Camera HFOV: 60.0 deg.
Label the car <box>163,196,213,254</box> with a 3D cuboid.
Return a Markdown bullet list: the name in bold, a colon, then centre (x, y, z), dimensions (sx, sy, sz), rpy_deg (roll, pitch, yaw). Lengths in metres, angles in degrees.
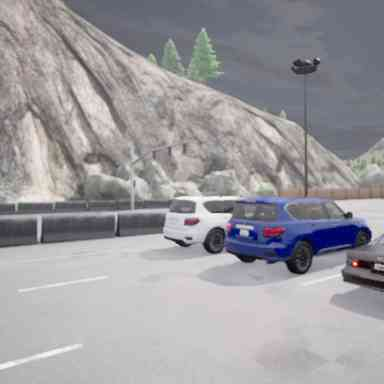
- **car**: centre (1.515, 1.171, 13.478), dimensions (5.566, 2.045, 2.150), rpy_deg (-1, 0, -36)

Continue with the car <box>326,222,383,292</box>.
- **car**: centre (5.718, 1.494, 7.884), dimensions (5.357, 1.411, 2.033), rpy_deg (0, 0, -35)

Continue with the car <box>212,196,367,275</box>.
- **car**: centre (3.533, 1.171, 10.596), dimensions (5.566, 2.045, 2.150), rpy_deg (-1, 0, -38)
